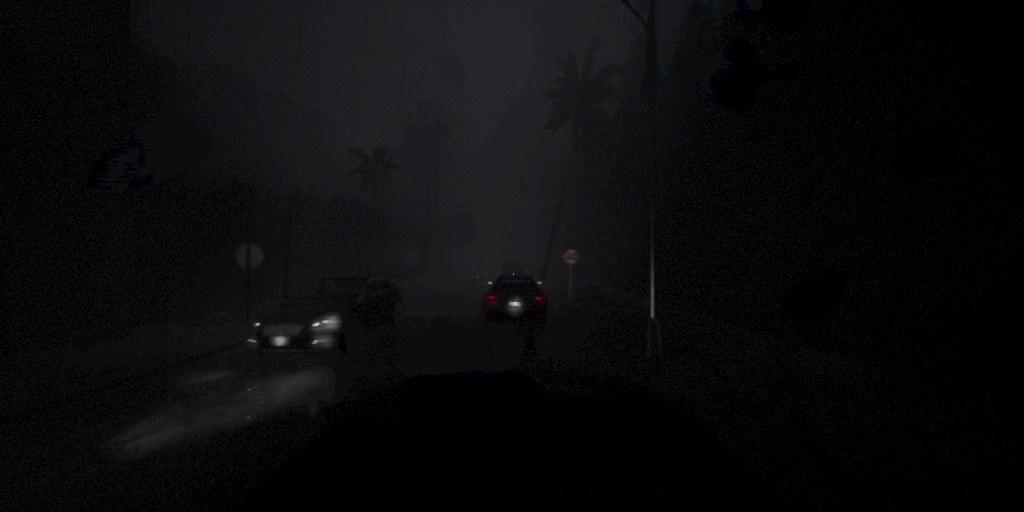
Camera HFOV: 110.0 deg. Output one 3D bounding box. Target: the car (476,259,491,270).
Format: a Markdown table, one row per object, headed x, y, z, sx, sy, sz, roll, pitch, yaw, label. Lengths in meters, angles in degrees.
| x | y | z | sx | sy | sz | roll | pitch | yaw | label |
| --- | --- | --- | --- | --- | --- | --- | --- | --- | --- |
| -4.050 | 1.237 | 51.019 | 2.128 | 1.511 | 4.902 | 0 | 0 | 0 | car |

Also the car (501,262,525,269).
| x | y | z | sx | sy | sz | roll | pitch | yaw | label |
| --- | --- | --- | --- | --- | --- | --- | --- | --- | --- |
| 0.118 | 1.253 | 32.289 | 1.837 | 1.490 | 4.892 | 0 | 0 | 0 | car |

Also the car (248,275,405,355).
| x | y | z | sx | sy | sz | roll | pitch | yaw | label |
| --- | --- | --- | --- | --- | --- | --- | --- | --- | --- |
| -4.096 | 1.240 | 8.787 | 2.128 | 1.511 | 4.902 | 0 | 0 | 0 | car |

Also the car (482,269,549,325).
| x | y | z | sx | sy | sz | roll | pitch | yaw | label |
| --- | --- | --- | --- | --- | --- | --- | --- | --- | --- |
| 0.107 | 1.313 | 11.884 | 1.994 | 1.385 | 4.181 | 0 | 0 | 0 | car |
